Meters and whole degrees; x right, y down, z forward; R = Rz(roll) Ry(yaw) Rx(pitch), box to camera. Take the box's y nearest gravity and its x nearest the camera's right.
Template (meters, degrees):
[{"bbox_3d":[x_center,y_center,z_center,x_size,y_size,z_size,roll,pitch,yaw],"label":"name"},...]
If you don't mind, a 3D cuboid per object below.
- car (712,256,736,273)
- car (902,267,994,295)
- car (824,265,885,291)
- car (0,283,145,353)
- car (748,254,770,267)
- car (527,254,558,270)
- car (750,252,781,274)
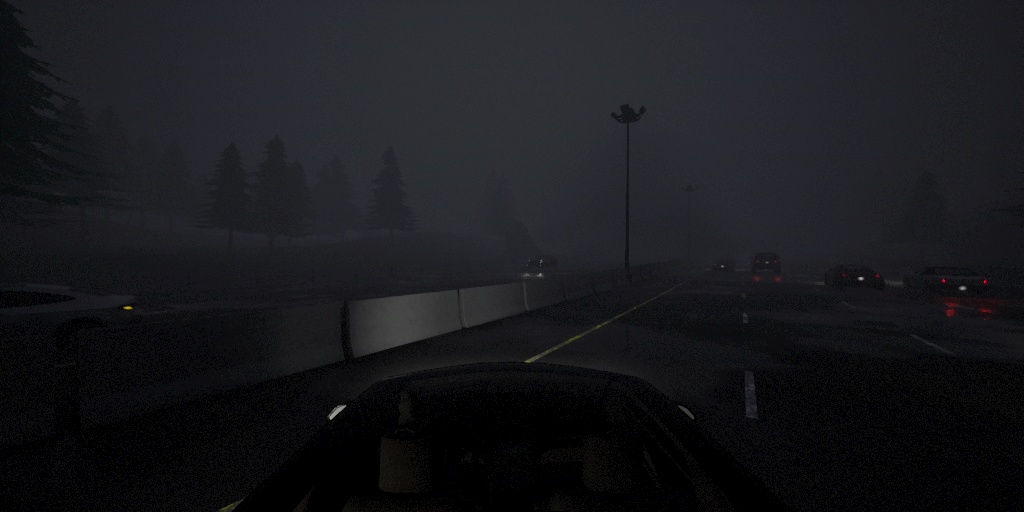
[{"bbox_3d":[21.871,0.962,37.095,1.994,1.385,4.181,0,1,33],"label":"car"},{"bbox_3d":[22.797,1.221,19.037,1.895,1.301,4.718,0,1,33],"label":"car"},{"bbox_3d":[19.898,1.181,21.000,1.994,1.385,4.181,0,1,33],"label":"car"},{"bbox_3d":[-10.224,1.266,6.723,1.812,1.442,4.674,0,0,33],"label":"car"},{"bbox_3d":[32.486,0.592,47.197,2.128,1.511,4.902,0,1,32],"label":"car"},{"bbox_3d":[3.506,0.568,41.036,2.097,1.767,4.553,0,1,33],"label":"car"},{"bbox_3d":[24.447,0.634,34.621,2.150,2.045,5.566,0,1,32],"label":"car"}]
